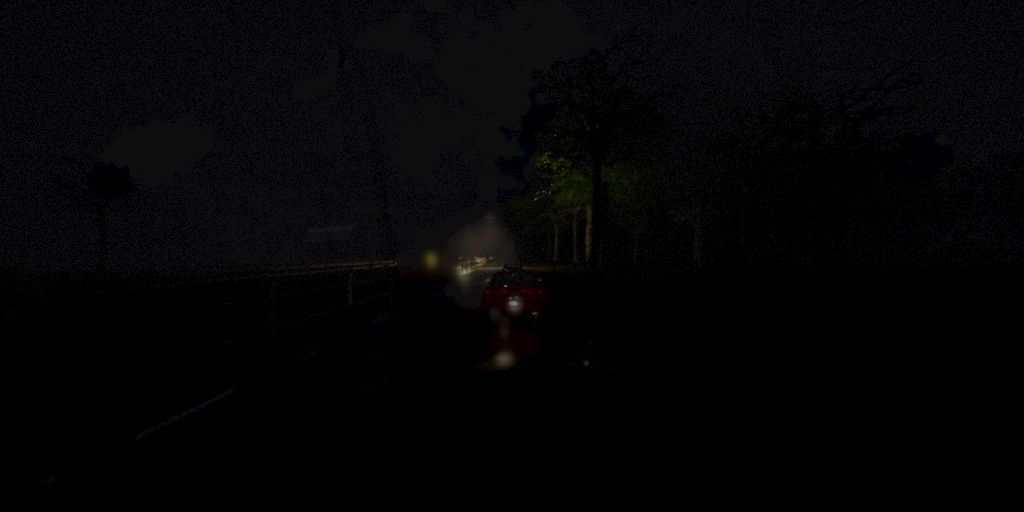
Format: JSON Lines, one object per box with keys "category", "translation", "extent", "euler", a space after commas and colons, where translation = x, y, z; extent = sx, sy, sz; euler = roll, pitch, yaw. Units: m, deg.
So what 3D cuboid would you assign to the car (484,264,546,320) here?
{"category": "car", "translation": [0.094, 1.220, 12.650], "extent": [1.882, 1.535, 5.008], "euler": [0, 0, 0]}
